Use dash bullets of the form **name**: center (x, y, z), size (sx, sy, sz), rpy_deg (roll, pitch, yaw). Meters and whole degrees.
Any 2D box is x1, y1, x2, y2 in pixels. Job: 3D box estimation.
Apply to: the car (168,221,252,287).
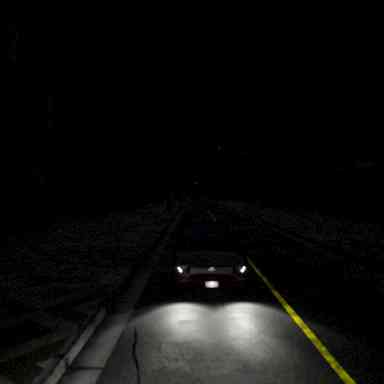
- **car**: center (0.369, 1.571, 9.685), size (2.033, 1.411, 5.357), rpy_deg (0, 0, -1)
